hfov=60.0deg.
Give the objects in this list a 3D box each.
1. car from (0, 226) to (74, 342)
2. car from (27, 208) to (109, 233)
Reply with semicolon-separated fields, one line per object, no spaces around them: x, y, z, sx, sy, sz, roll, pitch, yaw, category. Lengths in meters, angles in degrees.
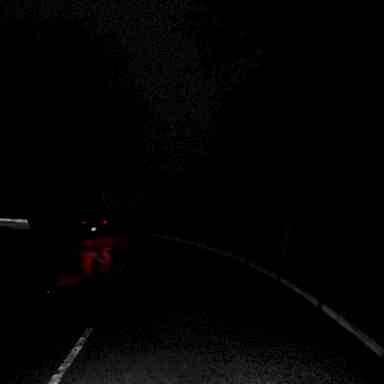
-3.515;1.544;4.817;2.033;1.411;5.357;0;0;-5;car
-6.657;1.468;17.575;4.718;1.301;1.895;2;0;34;car
